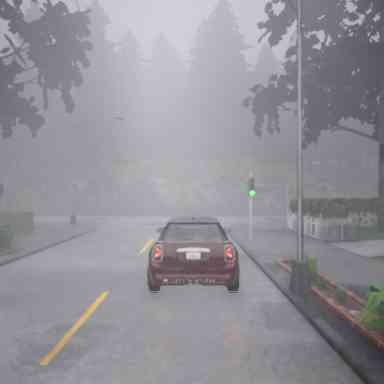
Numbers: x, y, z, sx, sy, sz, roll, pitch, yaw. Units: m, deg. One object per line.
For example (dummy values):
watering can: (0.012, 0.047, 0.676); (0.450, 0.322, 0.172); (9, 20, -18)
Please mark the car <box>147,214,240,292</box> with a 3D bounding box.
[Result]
car: (0.046, 1.426, 9.341); (2.097, 1.767, 4.553); (0, -1, 0)
